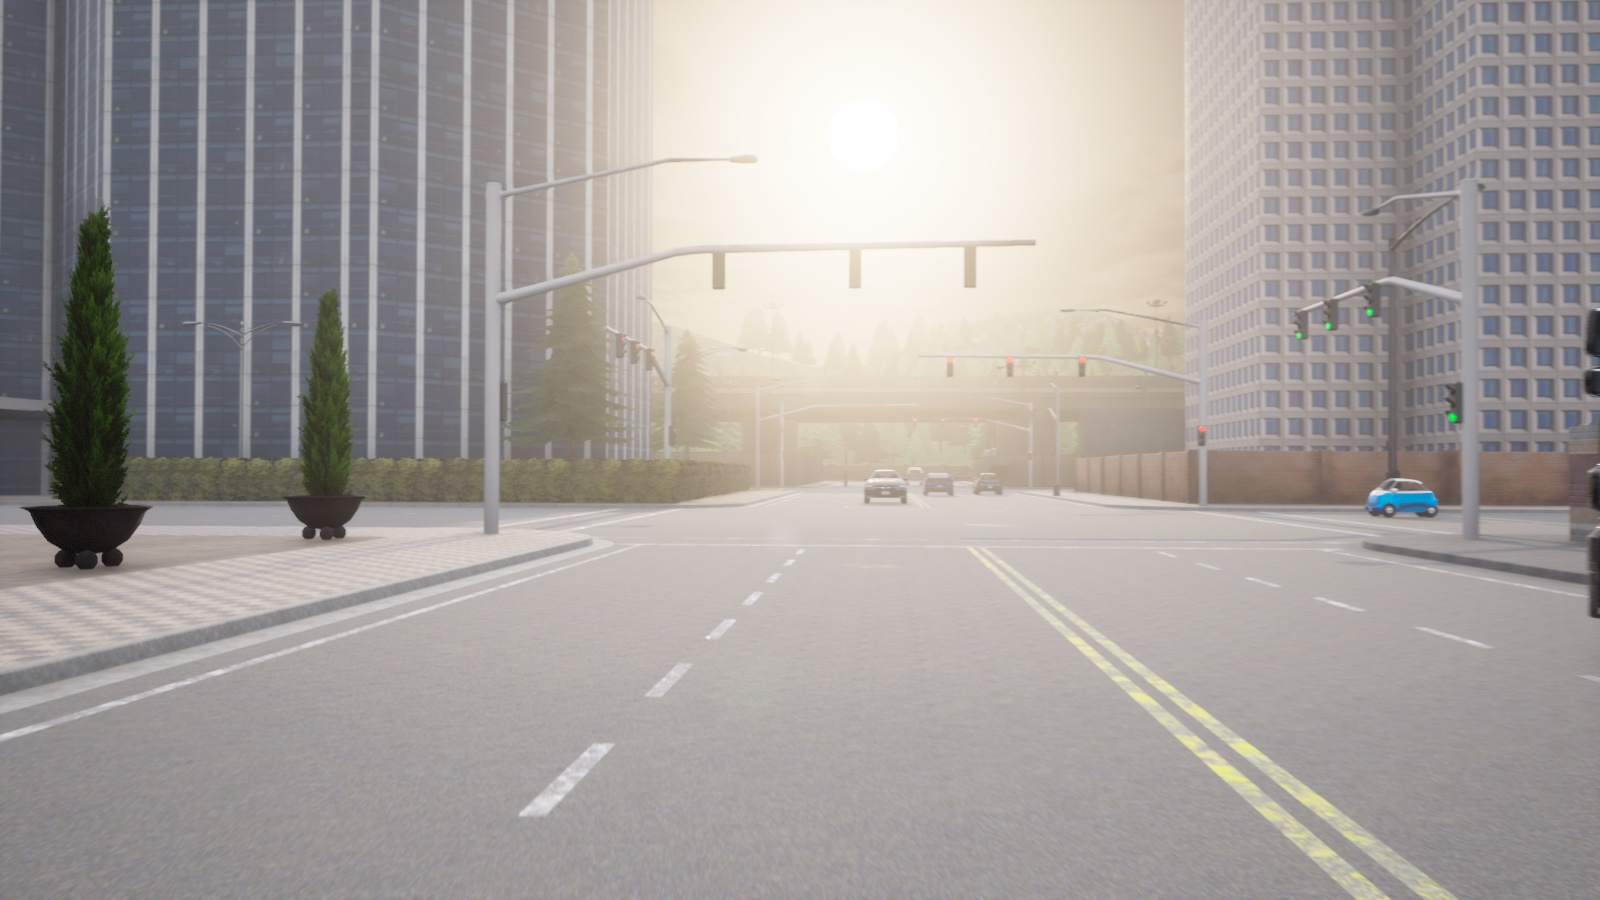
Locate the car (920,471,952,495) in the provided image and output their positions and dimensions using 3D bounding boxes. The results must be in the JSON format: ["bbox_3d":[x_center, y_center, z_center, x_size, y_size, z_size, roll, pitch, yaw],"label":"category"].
[{"bbox_3d":[8.936,2.137,82.593,1.882,1.535,5.008,0,-1,4],"label":"car"}]

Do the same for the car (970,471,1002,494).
[{"bbox_3d":[12.641,2.208,85.678,1.816,1.474,4.193,0,-1,4],"label":"car"}]

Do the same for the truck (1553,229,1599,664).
[{"bbox_3d":[7.602,-0.091,6.595,2.891,3.462,7.936,0,-1,4],"label":"truck"}]

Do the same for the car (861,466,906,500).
[{"bbox_3d":[4.184,1.631,63.032,2.152,1.651,5.027,0,-1,4],"label":"car"}]

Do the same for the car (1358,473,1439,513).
[{"bbox_3d":[21.375,1.526,44.880,2.207,1.376,1.481,0,-1,4],"label":"car"}]
